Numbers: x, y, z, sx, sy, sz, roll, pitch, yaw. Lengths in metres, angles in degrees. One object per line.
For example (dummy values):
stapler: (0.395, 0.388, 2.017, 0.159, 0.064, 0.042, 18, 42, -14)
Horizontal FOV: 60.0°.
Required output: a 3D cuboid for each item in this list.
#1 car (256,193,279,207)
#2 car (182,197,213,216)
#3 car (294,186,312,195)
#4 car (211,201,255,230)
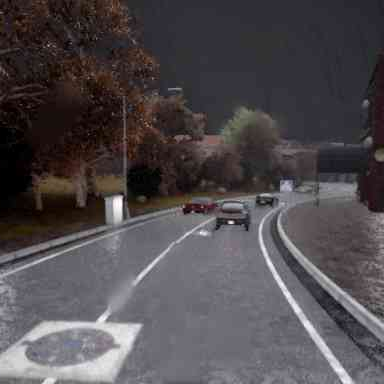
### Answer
car: (8.507, 0.812, 37.278, 1.882, 1.535, 5.008, 2, 3, 24)
car: (0.700, 1.141, 27.196, 1.895, 1.301, 4.718, 2, 2, 17)
car: (21.272, -0.385, 63.657, 2.097, 1.767, 4.553, 5, 5, 39)
car: (2.555, 1.298, 19.693, 1.837, 1.490, 4.892, 1, 1, 13)
